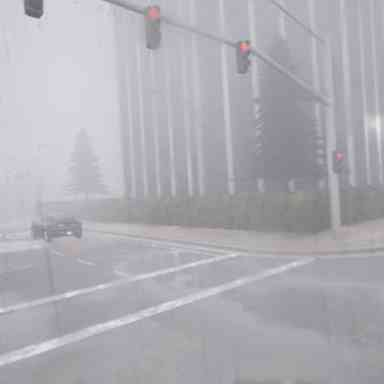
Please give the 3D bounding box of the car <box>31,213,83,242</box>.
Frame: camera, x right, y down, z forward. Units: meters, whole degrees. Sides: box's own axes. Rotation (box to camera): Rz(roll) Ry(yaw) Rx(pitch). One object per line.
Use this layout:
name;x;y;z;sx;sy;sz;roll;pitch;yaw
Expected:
car;-7.985;2.014;19.431;1.837;1.490;4.892;-3;-1;-39
